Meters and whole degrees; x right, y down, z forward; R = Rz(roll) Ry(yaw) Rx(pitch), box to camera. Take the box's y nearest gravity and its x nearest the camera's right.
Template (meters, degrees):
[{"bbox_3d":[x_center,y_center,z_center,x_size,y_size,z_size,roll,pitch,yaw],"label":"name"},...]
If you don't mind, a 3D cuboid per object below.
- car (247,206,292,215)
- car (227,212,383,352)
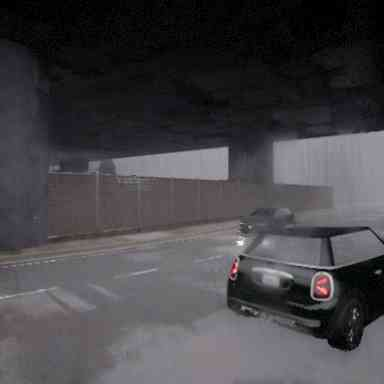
[{"bbox_3d":[4.534,1.613,19.362,1.837,1.490,4.892,0,0,38],"label":"car"},{"bbox_3d":[2.784,1.384,6.559,4.553,1.767,2.097,0,-1,-42],"label":"car"}]
